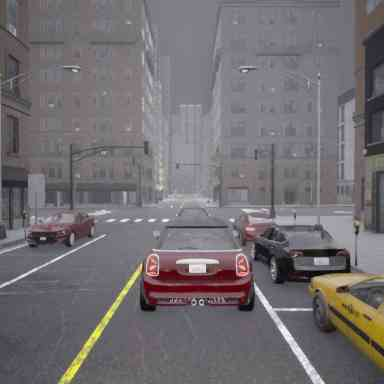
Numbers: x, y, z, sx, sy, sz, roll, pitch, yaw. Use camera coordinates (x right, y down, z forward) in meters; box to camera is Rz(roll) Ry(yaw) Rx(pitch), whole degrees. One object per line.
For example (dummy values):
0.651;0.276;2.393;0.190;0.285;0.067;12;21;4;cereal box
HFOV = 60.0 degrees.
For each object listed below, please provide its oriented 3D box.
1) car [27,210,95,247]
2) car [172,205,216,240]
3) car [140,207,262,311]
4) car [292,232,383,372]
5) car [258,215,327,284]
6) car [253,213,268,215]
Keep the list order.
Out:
-5.705;1.539;14.969;1.887;1.381;4.507;-1;0;0;car
0.066;1.541;18.144;2.033;1.411;5.357;0;0;0;car
0.087;1.349;7.905;2.097;1.767;4.553;0;0;0;car
2.859;1.524;3.985;1.752;1.417;4.829;-1;0;0;car
2.850;1.562;9.401;1.947;1.339;4.313;-1;0;0;car
2.841;1.576;14.987;1.802;1.307;4.206;-1;0;0;car
